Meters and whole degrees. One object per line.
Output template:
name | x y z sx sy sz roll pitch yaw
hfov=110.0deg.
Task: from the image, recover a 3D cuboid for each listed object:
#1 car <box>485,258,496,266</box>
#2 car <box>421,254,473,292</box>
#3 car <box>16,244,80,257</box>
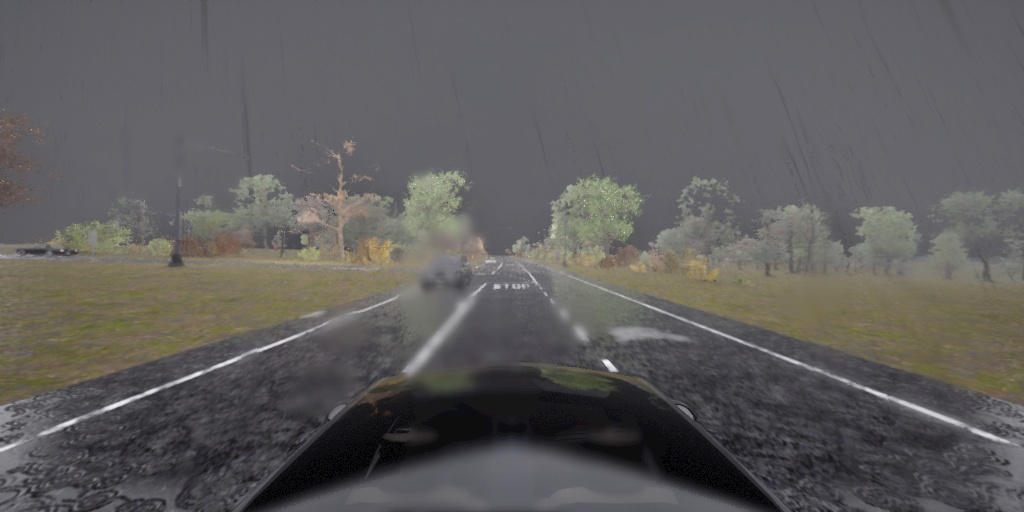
car | -3.674 1.021 61.957 1.895 1.301 4.718 0 0 -1
car | -3.517 0.924 20.325 2.150 2.045 5.566 0 0 0
car | -49.404 -0.593 38.143 4.718 1.301 1.895 2 0 0
